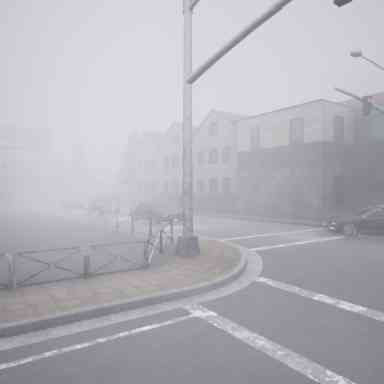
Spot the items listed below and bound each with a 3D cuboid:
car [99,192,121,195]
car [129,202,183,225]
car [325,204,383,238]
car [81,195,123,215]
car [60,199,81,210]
[{"bbox_3d":[-10.220,1.046,40.118,2.150,2.045,5.566,0,0,-35],"label":"car"},{"bbox_3d":[-2.538,1.371,22.887,2.033,1.411,5.357,0,0,-35],"label":"car"},{"bbox_3d":[8.720,1.340,15.225,4.892,1.490,1.837,1,4,16],"label":"car"},{"bbox_3d":[-8.283,1.315,31.006,2.128,1.511,4.902,0,0,-35],"label":"car"},{"bbox_3d":[-14.103,1.424,39.278,1.895,1.301,4.718,0,0,-35],"label":"car"}]
